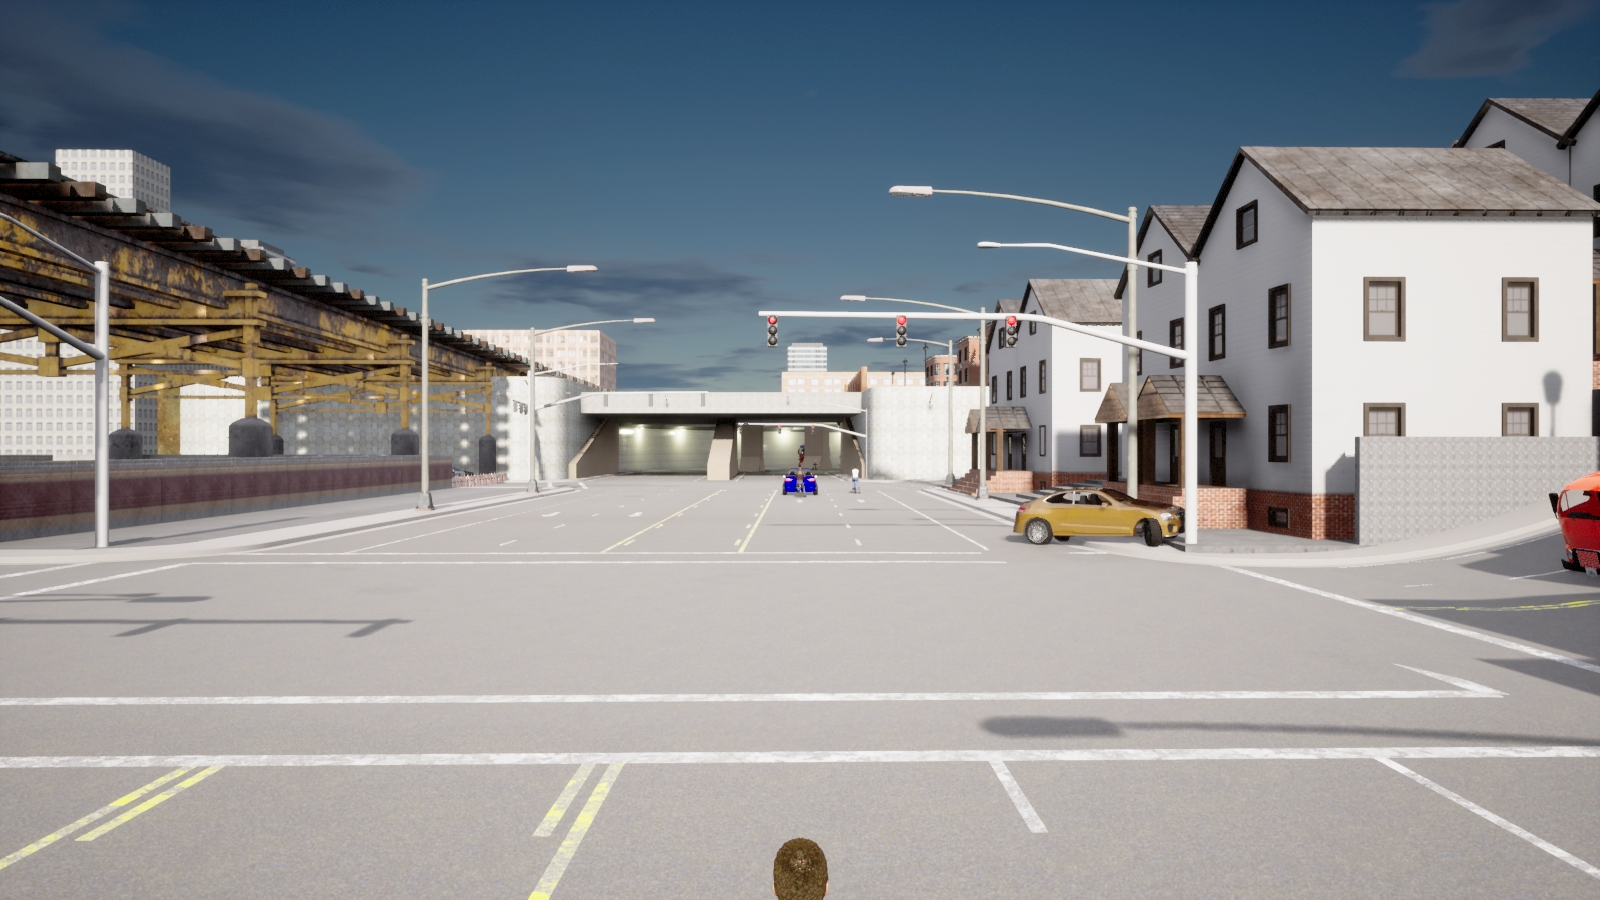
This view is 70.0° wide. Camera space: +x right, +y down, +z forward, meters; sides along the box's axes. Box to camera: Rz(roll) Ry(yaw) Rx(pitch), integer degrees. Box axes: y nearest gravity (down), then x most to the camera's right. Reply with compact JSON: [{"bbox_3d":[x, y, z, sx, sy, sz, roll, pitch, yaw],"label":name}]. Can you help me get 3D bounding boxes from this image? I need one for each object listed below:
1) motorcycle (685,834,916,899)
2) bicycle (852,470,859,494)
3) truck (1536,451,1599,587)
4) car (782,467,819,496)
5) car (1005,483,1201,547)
[{"bbox_3d":[0.002,2.172,3.626,0.803,1.224,2.033,0,0,0],"label":"motorcycle"},{"bbox_3d":[3.507,2.018,72.556,0.373,1.521,1.643,0,0,0],"label":"bicycle"},{"bbox_3d":[18.366,0.881,22.796,5.204,2.467,2.627,-16,0,-1],"label":"truck"},{"bbox_3d":[0.007,1.942,71.643,2.242,1.667,4.611,0,0,0],"label":"car"},{"bbox_3d":[8.815,1.905,33.460,5.027,1.651,2.152,-3,0,36],"label":"car"}]
